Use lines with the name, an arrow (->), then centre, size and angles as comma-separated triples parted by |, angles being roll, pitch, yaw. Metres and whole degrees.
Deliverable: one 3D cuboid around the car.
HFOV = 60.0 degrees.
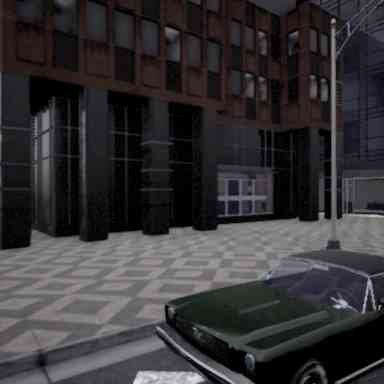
car -> 1.919, 1.603, 4.738 | 4.718, 1.301, 1.895 | 0, 0, -33
